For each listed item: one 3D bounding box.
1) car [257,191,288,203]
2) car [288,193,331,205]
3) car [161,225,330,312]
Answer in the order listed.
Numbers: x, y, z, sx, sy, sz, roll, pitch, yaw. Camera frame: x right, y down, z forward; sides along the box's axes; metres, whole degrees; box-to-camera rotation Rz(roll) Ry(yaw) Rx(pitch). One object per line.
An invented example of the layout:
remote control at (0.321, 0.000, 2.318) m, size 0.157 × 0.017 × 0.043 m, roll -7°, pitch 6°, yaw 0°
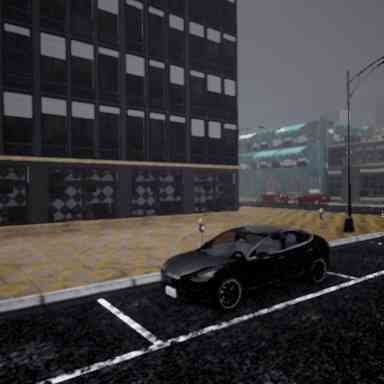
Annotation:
car at (10.078, 0.537, 41.585) m, size 1.967 × 1.590 × 4.097 m, roll 0°, pitch 1°, yaw -36°
car at (13.362, 0.746, 37.115) m, size 1.802 × 1.307 × 4.206 m, roll 0°, pitch 1°, yaw -36°
car at (1.376, 1.467, 7.535) m, size 4.313 × 1.339 × 1.947 m, roll -1°, pitch 1°, yaw -35°
